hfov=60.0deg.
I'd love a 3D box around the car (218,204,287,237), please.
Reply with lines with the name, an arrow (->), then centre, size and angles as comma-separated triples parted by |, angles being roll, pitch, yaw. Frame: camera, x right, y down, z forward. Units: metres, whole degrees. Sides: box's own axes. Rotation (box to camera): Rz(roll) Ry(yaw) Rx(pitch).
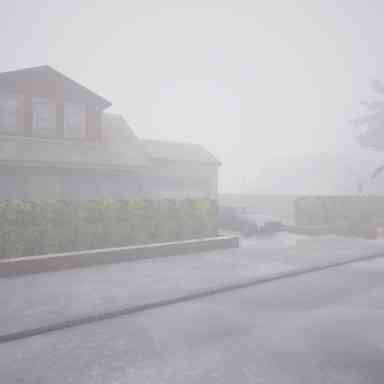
car -> 2.260, 1.356, 16.995 | 2.033, 1.415, 5.357 | 0, 0, -33
